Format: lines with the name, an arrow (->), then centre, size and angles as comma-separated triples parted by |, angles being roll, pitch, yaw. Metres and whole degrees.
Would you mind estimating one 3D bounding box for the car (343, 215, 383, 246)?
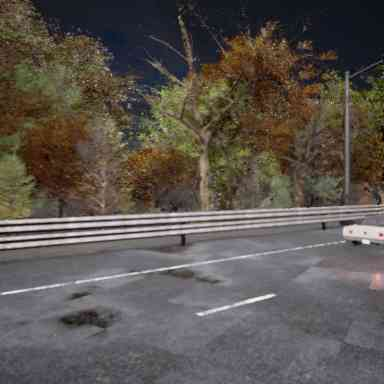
car -> 8.478, 1.620, 14.004 | 4.718, 1.301, 1.895 | 0, 0, -35
